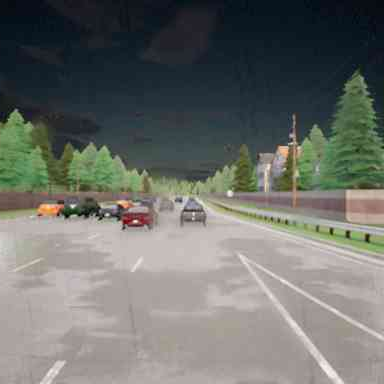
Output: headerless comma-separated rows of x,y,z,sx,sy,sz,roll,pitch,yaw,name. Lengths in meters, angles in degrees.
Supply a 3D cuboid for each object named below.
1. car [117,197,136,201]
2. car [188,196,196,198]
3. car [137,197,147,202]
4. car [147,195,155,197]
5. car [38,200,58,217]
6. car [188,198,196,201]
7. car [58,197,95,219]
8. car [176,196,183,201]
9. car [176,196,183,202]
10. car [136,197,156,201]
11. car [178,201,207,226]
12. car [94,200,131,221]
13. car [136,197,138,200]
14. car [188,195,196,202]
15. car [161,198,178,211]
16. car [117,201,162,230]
-10.394,1.722,50.764,2.097,1.767,4.553,0,0,0,car
0.008,2.198,84.164,1.895,1.301,4.718,0,0,0,car
-13.991,2.056,94.140,2.033,1.411,5.357,0,0,0,car
-10.492,1.845,85.834,2.150,2.045,5.566,0,0,0,car
-13.898,1.602,34.216,2.097,1.767,4.553,0,0,0,car
0.104,1.878,45.499,2.033,1.411,5.357,0,0,0,car
-10.396,1.453,31.694,2.150,2.045,5.566,0,0,0,car
-3.492,2.099,83.718,1.837,1.490,4.892,0,0,0,car
-3.491,2.016,94.139,1.837,1.490,4.892,0,0,0,car
-6.894,1.876,51.056,1.837,1.490,4.892,0,0,0,car
0.102,1.676,25.279,2.128,1.511,4.902,0,0,0,car
-6.911,1.740,29.421,1.812,1.442,4.674,0,0,0,car
-13.992,1.959,84.107,2.097,1.767,4.553,0,0,0,car
0.009,1.870,94.110,2.097,1.767,4.553,0,0,0,car
-3.395,1.878,45.418,2.033,1.411,5.357,0,0,0,car
-3.399,1.642,22.478,1.882,1.535,5.008,0,0,0,car
